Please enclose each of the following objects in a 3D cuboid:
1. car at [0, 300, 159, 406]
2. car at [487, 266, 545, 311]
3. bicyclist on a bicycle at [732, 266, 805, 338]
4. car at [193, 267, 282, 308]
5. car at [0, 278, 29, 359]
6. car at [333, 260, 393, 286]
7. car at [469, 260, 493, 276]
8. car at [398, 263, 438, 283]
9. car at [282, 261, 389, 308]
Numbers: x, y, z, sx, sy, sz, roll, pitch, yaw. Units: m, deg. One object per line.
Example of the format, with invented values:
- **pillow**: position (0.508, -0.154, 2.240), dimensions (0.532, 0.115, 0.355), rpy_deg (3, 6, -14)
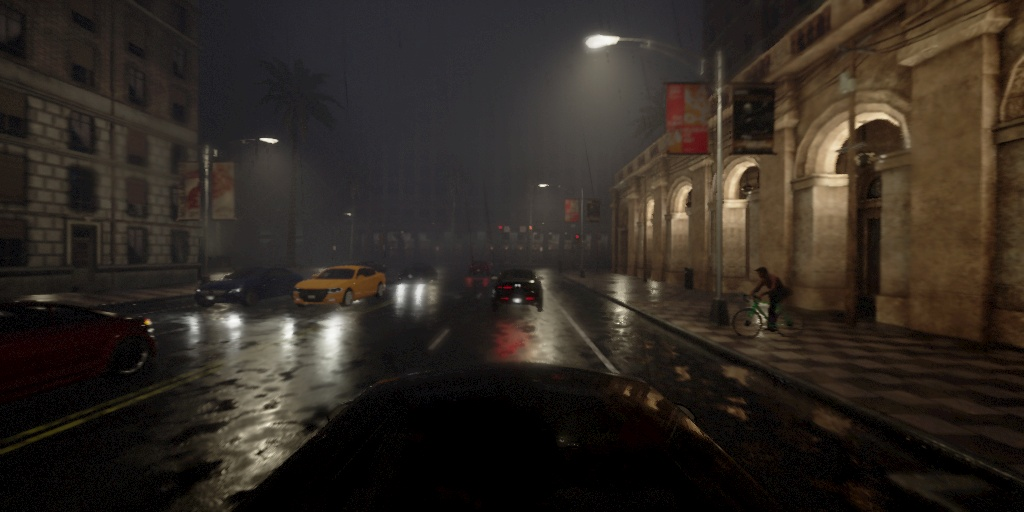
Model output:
- **car**: position (-7.084, 1.270, 4.390), dimensions (1.994, 1.385, 4.181), rpy_deg (0, 0, 1)
- **car**: position (0.231, 1.217, 14.227), dimensions (1.837, 1.490, 4.892), rpy_deg (0, 0, 1)
- **bicyclist on a bicycle**: position (5.792, 1.063, 8.089), dimensions (1.656, 1.620, 0.582), rpy_deg (0, 0, 1)
- **car**: position (-10.461, 1.180, 14.810), dimensions (1.812, 1.442, 4.674), rpy_deg (0, 0, 1)
- **car**: position (-10.581, 1.191, 4.709), dimensions (1.837, 1.490, 4.892), rpy_deg (0, 0, 1)
- **car**: position (-10.259, 1.113, 25.157), dimensions (2.128, 1.511, 4.902), rpy_deg (0, 0, 1)
- **car**: position (-2.937, 1.108, 34.398), dimensions (1.882, 1.535, 5.008), rpy_deg (0, 0, 1)
- **car**: position (-6.740, 1.201, 25.973), dimensions (1.994, 1.385, 4.181), rpy_deg (0, 0, 1)
- **car**: position (-6.957, 1.150, 15.022), dimensions (1.882, 1.535, 5.008), rpy_deg (0, 0, 1)
